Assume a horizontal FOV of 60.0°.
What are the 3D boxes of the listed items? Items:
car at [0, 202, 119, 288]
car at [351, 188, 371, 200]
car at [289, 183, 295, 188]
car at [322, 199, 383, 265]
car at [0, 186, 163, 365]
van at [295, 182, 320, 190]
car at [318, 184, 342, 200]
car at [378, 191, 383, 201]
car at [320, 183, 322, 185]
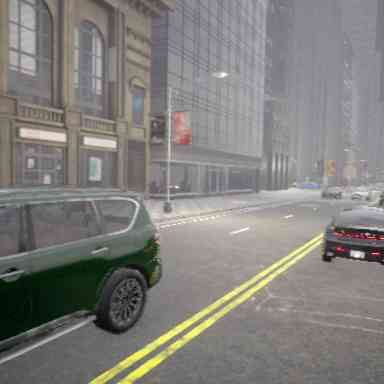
[{"bbox_3d":[-4.310,1.114,7.393,2.033,1.411,5.357,3,3,32],"label":"car"},{"bbox_3d":[21.083,0.271,41.432,1.812,1.442,4.674,3,3,33],"label":"car"},{"bbox_3d":[26.623,-1.681,87.094,4.313,1.339,1.947,4,3,32],"label":"car"},{"bbox_3d":[5.241,1.193,9.976,1.837,1.490,4.892,3,3,32],"label":"car"},{"bbox_3d":[-2.611,0.973,3.973,2.150,2.045,5.566,3,3,32],"label":"car"},{"bbox_3d":[26.797,-1.362,76.886,3.998,1.788,1.690,4,3,32],"label":"van"},{"bbox_3d":[17.936,0.099,42.557,1.882,1.535,5.008,3,3,33],"label":"car"},{"bbox_3d":[19.201,0.595,32.080,1.837,1.490,4.892,3,3,32],"label":"car"},{"bbox_3d":[31.369,-1.515,84.080,4.097,1.590,1.967,4,3,32],"label":"car"}]
